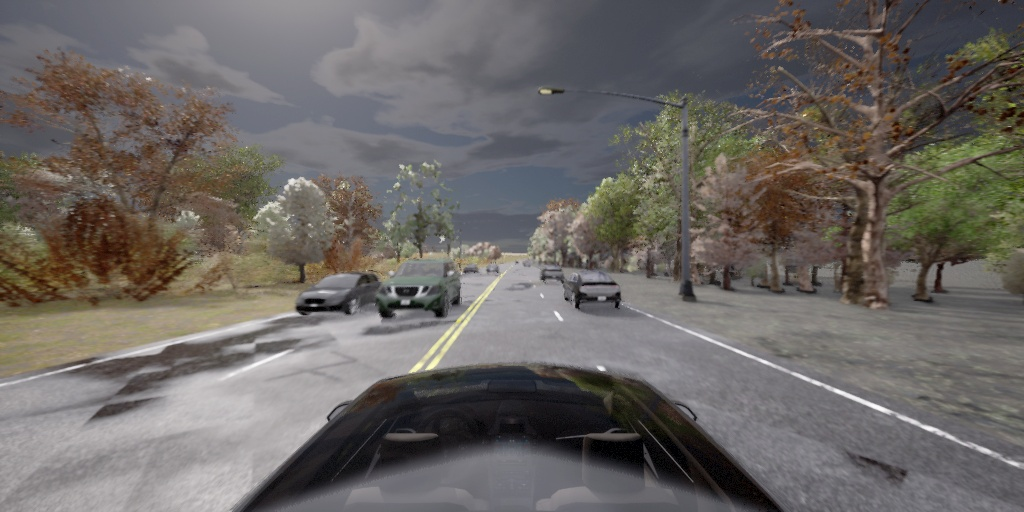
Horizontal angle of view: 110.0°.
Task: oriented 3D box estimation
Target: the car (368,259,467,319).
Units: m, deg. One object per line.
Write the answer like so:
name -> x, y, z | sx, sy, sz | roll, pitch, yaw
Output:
car -> -3.323, 1.125, 13.985 | 2.150, 2.045, 5.566 | 0, -1, 0

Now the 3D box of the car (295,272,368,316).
car -> -6.569, 1.419, 14.340 | 1.837, 1.490, 4.892 | 0, -1, 0

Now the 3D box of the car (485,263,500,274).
car -> -2.959, 1.898, 55.268 | 2.128, 1.511, 4.902 | 0, -1, 1

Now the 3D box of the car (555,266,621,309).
car -> 3.388, 1.399, 15.926 | 2.128, 1.511, 4.902 | -1, 0, 0

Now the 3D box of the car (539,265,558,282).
car -> 3.516, 1.544, 32.183 | 2.128, 1.511, 4.902 | 2, -1, 0

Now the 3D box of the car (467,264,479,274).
car -> -6.202, 1.960, 55.321 | 2.033, 1.411, 5.357 | 0, -1, 1
